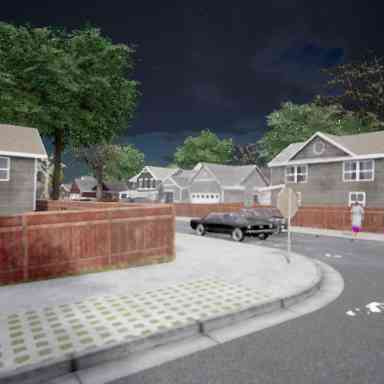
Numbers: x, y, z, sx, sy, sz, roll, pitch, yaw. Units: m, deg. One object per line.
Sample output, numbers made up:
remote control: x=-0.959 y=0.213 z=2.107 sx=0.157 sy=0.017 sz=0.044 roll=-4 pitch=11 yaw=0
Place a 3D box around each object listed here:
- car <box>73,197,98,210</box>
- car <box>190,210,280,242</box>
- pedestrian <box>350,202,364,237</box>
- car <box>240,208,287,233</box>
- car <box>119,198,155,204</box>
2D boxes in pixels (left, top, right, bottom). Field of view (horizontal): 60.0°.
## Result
car: x=-11.078 y=1.596 z=35.178 sx=2.150 sy=2.045 sz=5.566 roll=2 pitch=-2 yaw=-38
car: x=1.938 y=1.725 z=17.176 sx=1.895 sy=1.301 sz=4.718 roll=2 pitch=-2 yaw=-35
pedestrian: x=8.744 y=1.422 z=17.703 sx=0.375 sy=1.860 sz=0.375 roll=1 pitch=-1 yaw=-35
car: x=3.487 y=1.741 z=20.271 sx=2.128 sy=1.511 sz=4.902 roll=2 pitch=-2 yaw=-36
car: x=-3.980 y=1.471 z=25.564 sx=2.150 sy=2.045 sz=5.566 roll=2 pitch=-2 yaw=-36
